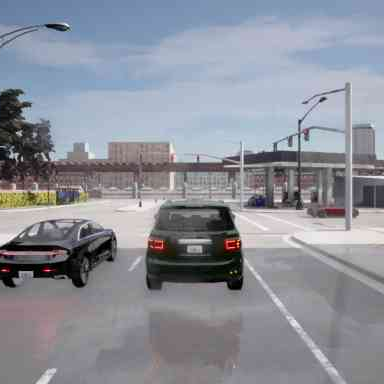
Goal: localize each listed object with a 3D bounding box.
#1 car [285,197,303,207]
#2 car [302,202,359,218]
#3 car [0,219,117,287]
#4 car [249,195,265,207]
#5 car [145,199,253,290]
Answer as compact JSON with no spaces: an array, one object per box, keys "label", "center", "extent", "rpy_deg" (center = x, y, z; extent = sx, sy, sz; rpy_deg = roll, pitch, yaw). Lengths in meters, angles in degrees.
[{"label":"car","center":[15.395,1.456,50.184],"extent":[1.970,1.475,3.806],"rpy_deg":[0,0,0]},{"label":"car","center":[12.355,1.564,29.288],"extent":[4.181,1.385,1.994],"rpy_deg":[0,0,-1]},{"label":"car","center":[-3.431,1.492,9.315],"extent":[2.128,1.511,4.902],"rpy_deg":[0,0,0]},{"label":"car","center":[9.651,1.295,49.415],"extent":[2.242,1.667,4.611],"rpy_deg":[0,0,0]},{"label":"car","center":[0.073,1.221,9.231],"extent":[2.150,2.045,5.566],"rpy_deg":[0,0,0]}]
